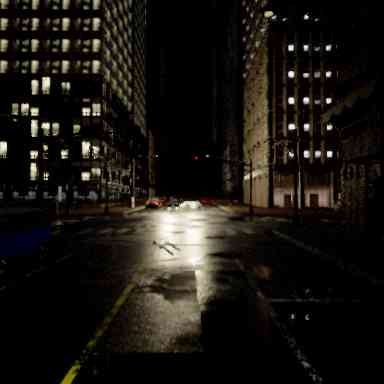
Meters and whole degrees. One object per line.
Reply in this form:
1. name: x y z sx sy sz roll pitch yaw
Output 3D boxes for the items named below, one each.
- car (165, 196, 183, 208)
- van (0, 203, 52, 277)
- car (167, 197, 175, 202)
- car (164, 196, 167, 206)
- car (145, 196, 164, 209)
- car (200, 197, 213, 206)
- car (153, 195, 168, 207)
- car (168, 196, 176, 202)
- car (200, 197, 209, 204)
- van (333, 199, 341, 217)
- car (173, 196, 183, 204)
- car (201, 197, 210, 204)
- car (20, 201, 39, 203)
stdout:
1. car: -2.977 1.777 54.400 2.033 1.411 5.357 0 0 1
2. van: -5.793 1.385 10.140 1.690 1.788 3.998 1 0 0
3. car: -5.548 1.913 87.231 1.887 1.381 4.507 1 0 0
4. car: -5.598 1.809 53.780 1.802 1.307 4.206 1 0 0
5. car: -5.603 1.644 48.205 1.967 1.590 4.097 1 0 0
6. car: 2.791 1.832 59.405 1.802 1.307 4.206 1 0 0
7. car: -5.584 1.566 59.356 2.192 1.841 5.009 1 0 0
8. car: -5.539 1.943 92.806 2.008 1.369 4.403 1 0 0
9. car: 2.816 1.887 76.137 1.947 1.339 4.313 1 0 0
10. van: 16.032 1.589 32.682 3.998 1.788 1.690 0 -1 0
11. car: -2.898 1.649 69.736 2.097 1.767 4.553 0 0 0
12. car: 2.809 1.823 70.731 1.752 1.417 4.829 1 0 0
13. car: -16.442 1.638 32.801 4.097 1.590 1.967 0 -1 0
